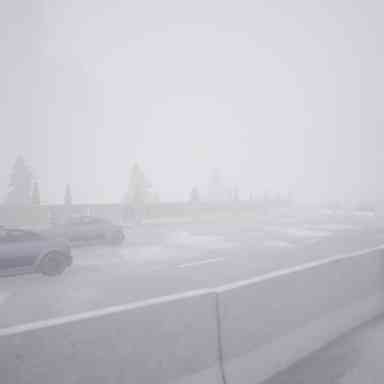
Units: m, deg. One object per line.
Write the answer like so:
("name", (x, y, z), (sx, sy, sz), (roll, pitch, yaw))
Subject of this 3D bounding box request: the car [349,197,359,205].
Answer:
("car", (33.079, 1.857, 66.628), (2.097, 1.767, 4.553), (0, -1, 11))

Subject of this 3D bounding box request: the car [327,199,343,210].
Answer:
("car", (21.068, 1.843, 49.013), (1.882, 1.535, 5.008), (0, -1, 22))

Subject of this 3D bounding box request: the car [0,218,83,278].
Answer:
("car", (-5.406, 1.612, 8.898), (4.181, 1.385, 1.994), (0, 0, -37))

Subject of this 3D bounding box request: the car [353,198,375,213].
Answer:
("car", (21.684, 1.846, 41.730), (1.994, 1.385, 4.181), (0, -1, 25))

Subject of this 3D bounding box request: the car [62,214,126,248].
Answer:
("car", (-4.873, 1.637, 13.730), (4.181, 1.385, 1.994), (0, 0, -39))
